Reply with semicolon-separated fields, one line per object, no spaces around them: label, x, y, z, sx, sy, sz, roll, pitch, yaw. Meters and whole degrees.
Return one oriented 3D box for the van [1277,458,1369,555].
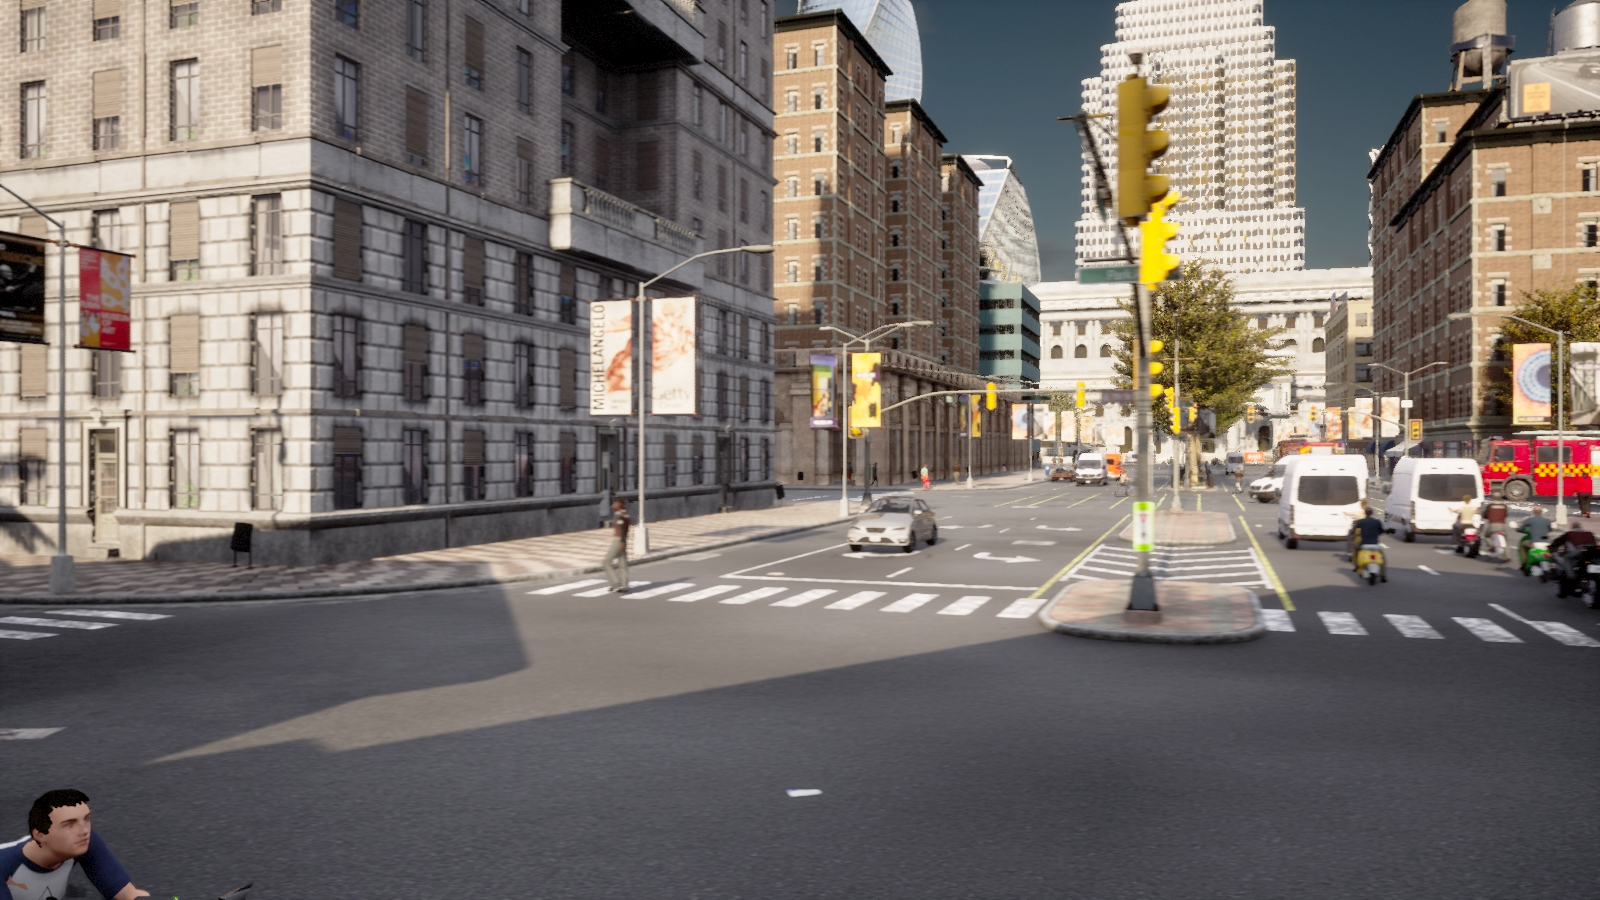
van;15.341;1.534;33.786;1.988;2.561;5.915;0;0;20

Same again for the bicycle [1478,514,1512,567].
bicycle;17.149;2.210;28.221;0.329;1.171;1.835;0;0;19

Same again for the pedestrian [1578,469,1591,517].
pedestrian;30.706;1.696;44.720;0.375;1.860;0.375;0;0;25

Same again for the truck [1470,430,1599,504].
truck;41.234;0.891;61.655;8.468;3.827;2.891;0;0;22

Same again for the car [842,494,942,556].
car;2.700;2.066;32.536;1.816;1.474;4.193;0;0;20

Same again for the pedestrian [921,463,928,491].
pedestrian;8.444;1.848;77.594;0.375;1.860;0.375;0;0;34

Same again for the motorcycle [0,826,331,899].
motorcycle;-2.880;2.212;4.325;2.033;1.145;0.803;0;0;20

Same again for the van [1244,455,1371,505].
van;26.404;1.534;59.510;5.915;2.561;1.988;0;0;-8

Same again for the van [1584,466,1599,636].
van;13.558;1.534;14.838;1.988;2.561;5.915;0;0;-10

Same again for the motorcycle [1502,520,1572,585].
motorcycle;15.855;2.182;24.618;0.856;1.236;1.805;0;0;19

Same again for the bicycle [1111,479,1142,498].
bicycle;19.160;2.256;67.023;1.487;1.080;0.859;0;-2;-12

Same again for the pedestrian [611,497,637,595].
pedestrian;-3.414;1.848;22.203;0.375;1.860;0.375;0;0;19

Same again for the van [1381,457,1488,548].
van;19.880;1.534;36.072;1.988;2.561;5.915;0;0;19

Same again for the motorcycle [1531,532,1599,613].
motorcycle;14.253;2.205;20.939;0.867;1.251;2.209;0;0;17

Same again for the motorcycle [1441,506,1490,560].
motorcycle;17.649;2.170;30.324;0.764;1.277;2.356;0;0;21
